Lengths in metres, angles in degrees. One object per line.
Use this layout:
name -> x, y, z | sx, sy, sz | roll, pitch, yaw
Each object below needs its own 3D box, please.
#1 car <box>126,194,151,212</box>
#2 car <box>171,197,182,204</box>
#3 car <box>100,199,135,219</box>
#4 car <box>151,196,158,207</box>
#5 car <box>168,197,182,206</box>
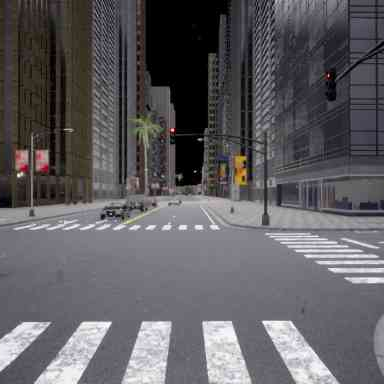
car -> -6.657, 1.318, 40.119 | 2.150, 2.045, 5.566 | 0, 0, 0
car -> -3.259, 1.788, 69.786 | 1.994, 1.385, 4.181 | 0, 0, 0
car -> -6.643, 1.627, 29.219 | 1.994, 1.385, 4.181 | 0, 0, 0
car -> -6.666, 1.499, 52.598 | 2.097, 1.767, 4.553 | 0, 0, 0
car -> -3.244, 1.781, 59.890 | 1.895, 1.301, 4.718 | 0, 0, 0
